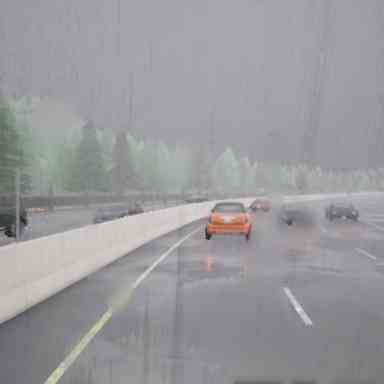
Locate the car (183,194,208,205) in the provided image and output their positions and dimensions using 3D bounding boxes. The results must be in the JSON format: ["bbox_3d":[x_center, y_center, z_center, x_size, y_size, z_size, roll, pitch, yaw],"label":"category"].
[{"bbox_3d":[0.644,1.145,53.346,1.882,1.535,5.008,0,0,30],"label":"car"}]

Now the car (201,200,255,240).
[{"bbox_3d":[1.943,1.253,16.646,2.097,1.767,4.553,0,0,10],"label":"car"}]

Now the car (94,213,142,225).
[{"bbox_3d":[-4.547,1.359,20.838,1.837,1.490,4.892,0,0,13],"label":"car"}]

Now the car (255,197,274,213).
[{"bbox_3d":[7.398,1.369,34.980,1.994,1.385,4.181,0,0,22],"label":"car"}]

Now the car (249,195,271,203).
[{"bbox_3d":[12.184,1.218,58.956,2.033,1.411,5.357,0,0,33],"label":"car"}]

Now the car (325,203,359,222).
[{"bbox_3d":[11.275,1.478,25.329,1.895,1.301,4.718,0,0,17],"label":"car"}]

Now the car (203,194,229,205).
[{"bbox_3d":[3.883,1.178,52.027,2.128,1.511,4.902,0,0,30],"label":"car"}]

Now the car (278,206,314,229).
[{"bbox_3d":[6.362,1.491,20.778,1.895,1.301,4.718,0,0,14],"label":"car"}]
